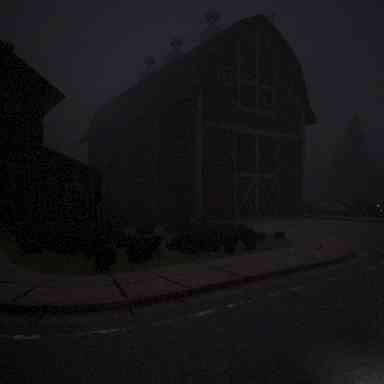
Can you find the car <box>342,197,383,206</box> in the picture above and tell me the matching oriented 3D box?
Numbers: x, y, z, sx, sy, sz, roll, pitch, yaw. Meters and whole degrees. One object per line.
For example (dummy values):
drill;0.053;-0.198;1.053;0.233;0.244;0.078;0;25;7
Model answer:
car;18.240;1.363;35.109;2.097;1.767;4.553;0;0;-34
